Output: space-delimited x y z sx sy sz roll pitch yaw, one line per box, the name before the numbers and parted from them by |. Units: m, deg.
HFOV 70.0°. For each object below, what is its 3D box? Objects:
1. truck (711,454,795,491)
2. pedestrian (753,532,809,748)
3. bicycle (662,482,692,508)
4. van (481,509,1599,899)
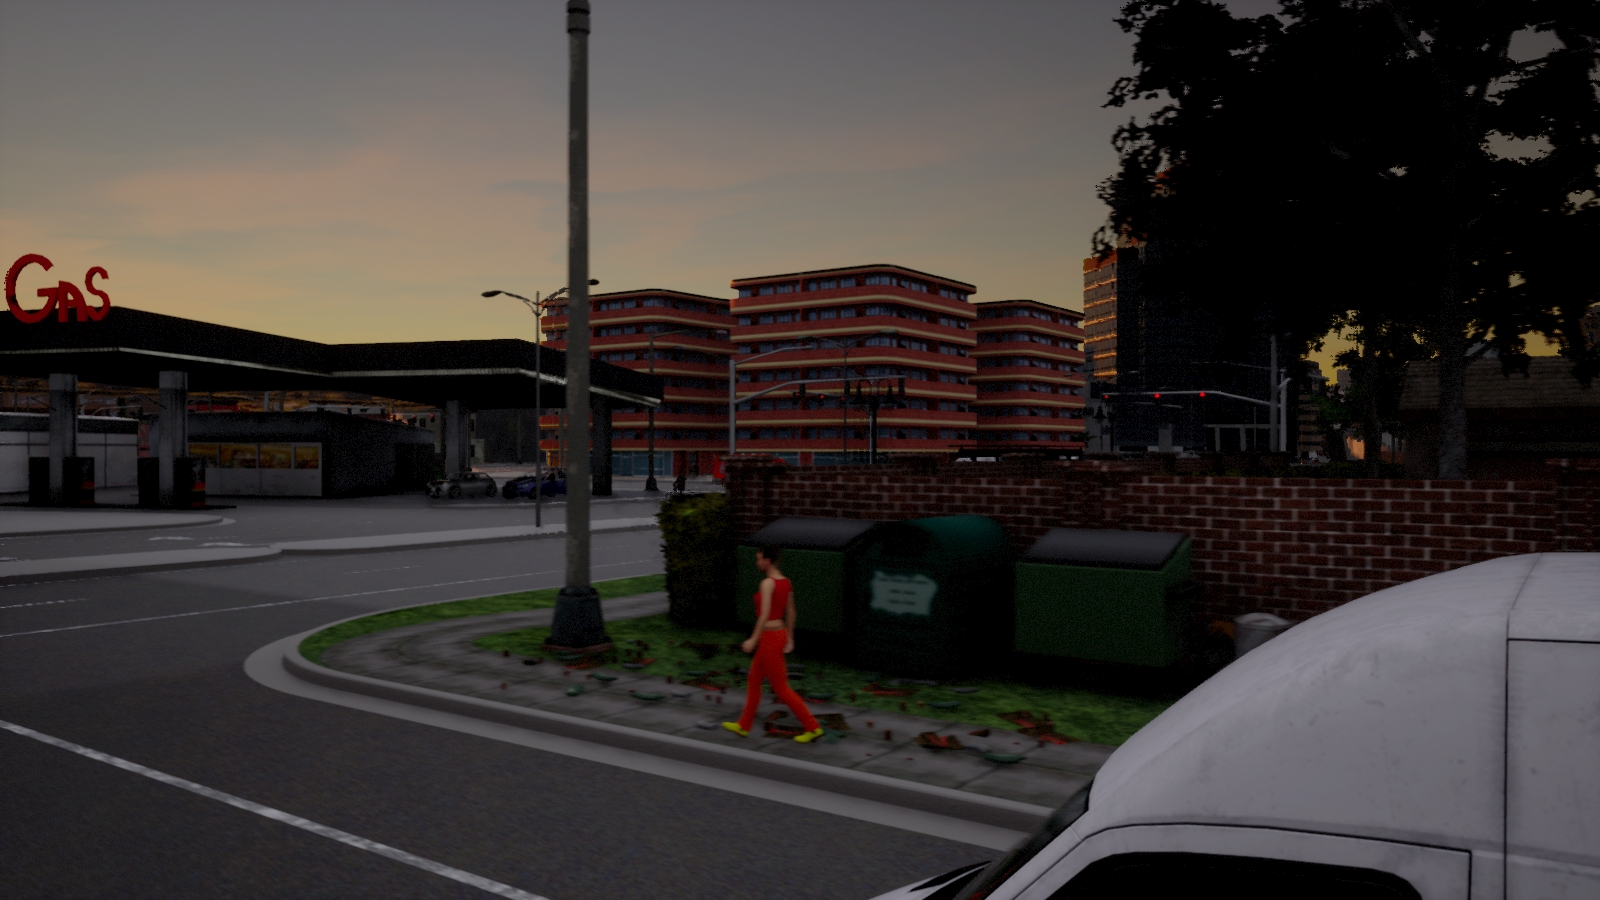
truck | -3.229 1.507 78.248 5.204 2.467 2.627 0 0 34
pedestrian | -0.169 1.687 10.291 0.375 1.860 0.375 0 0 24
bicycle | -5.916 2.150 55.098 0.329 1.196 1.835 0 0 34
van | 2.103 1.531 2.307 5.915 2.561 1.988 0 0 35
